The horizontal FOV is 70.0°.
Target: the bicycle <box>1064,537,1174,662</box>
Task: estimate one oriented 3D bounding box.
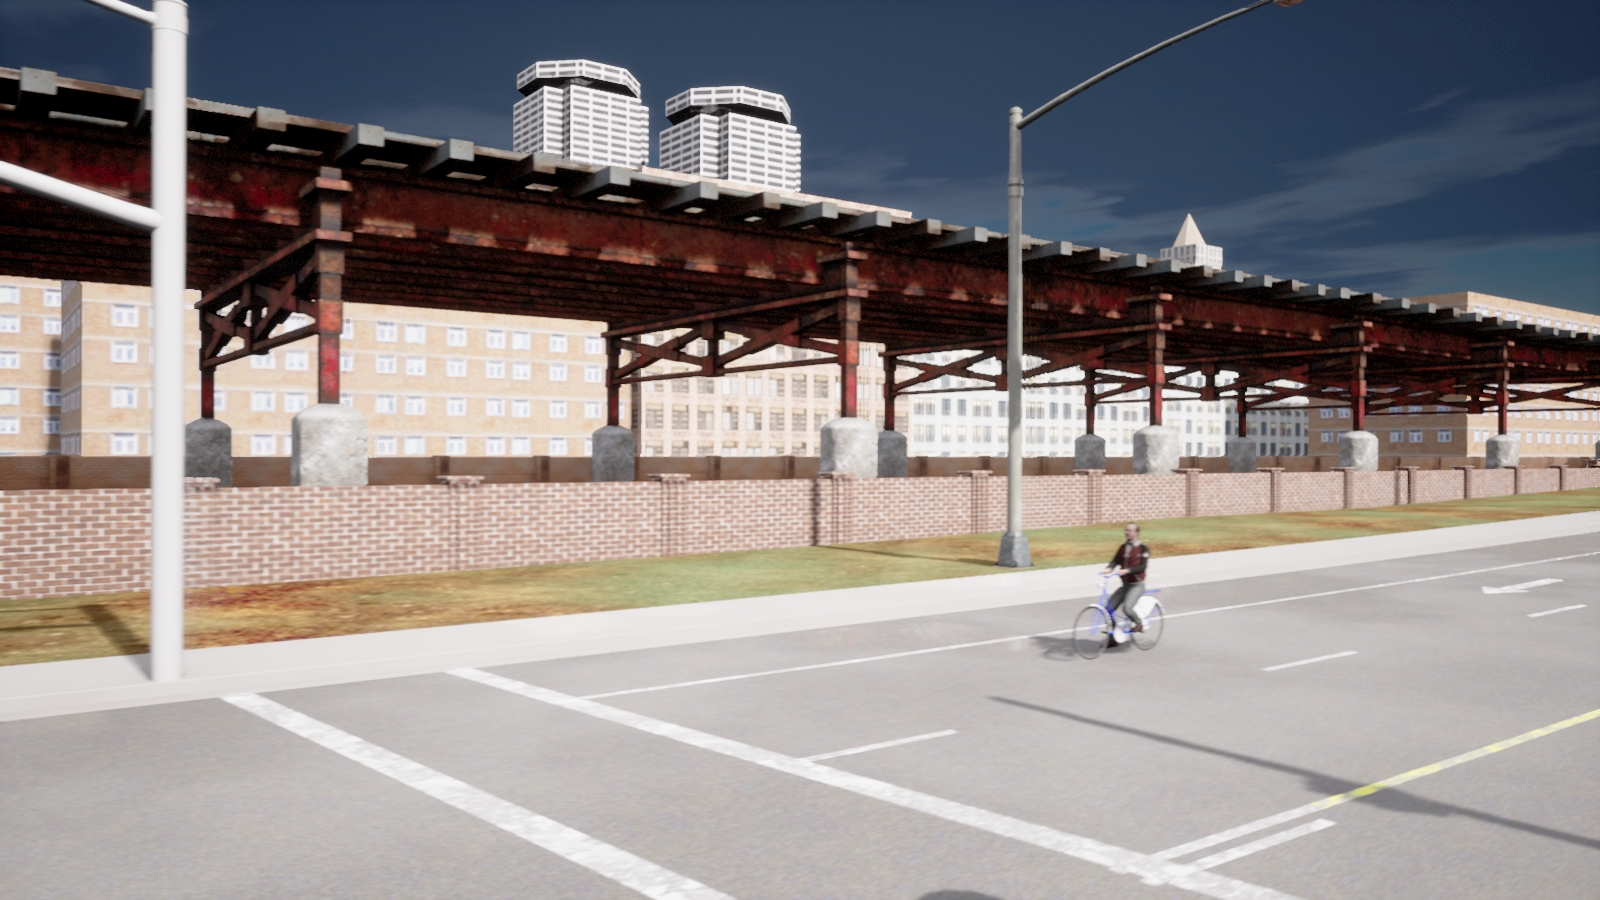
[{"bbox_3d":[4.299,1.974,15.327,1.835,1.496,0.329,0,0,-35],"label":"bicycle"}]
